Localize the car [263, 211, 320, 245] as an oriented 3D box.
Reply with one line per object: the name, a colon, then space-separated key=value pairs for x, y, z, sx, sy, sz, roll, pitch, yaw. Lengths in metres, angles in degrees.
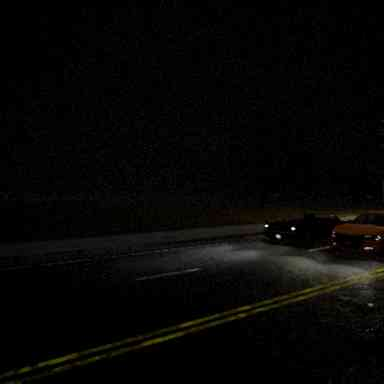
car: x=5.517 y=1.601 z=15.596 sx=4.718 sy=1.301 sz=1.895 roll=0 pitch=0 yaw=-35

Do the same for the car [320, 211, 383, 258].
car: x=7.411 y=1.478 z=12.954 sx=5.008 sy=1.535 sz=1.882 roll=0 pitch=0 yaw=-35
